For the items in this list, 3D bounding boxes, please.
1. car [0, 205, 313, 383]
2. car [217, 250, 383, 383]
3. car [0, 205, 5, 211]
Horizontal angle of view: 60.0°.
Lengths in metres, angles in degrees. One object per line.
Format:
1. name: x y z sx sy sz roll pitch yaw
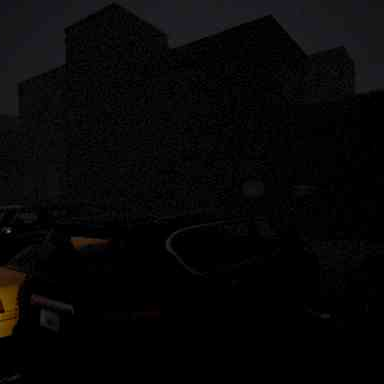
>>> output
1. car: 0.270 1.261 5.197 2.435 2.045 5.566 -1 0 35
2. car: 2.521 1.480 3.564 2.231 1.521 4.892 -1 -1 35
3. car: -11.044 1.441 13.265 2.435 2.045 5.566 -1 -1 35
